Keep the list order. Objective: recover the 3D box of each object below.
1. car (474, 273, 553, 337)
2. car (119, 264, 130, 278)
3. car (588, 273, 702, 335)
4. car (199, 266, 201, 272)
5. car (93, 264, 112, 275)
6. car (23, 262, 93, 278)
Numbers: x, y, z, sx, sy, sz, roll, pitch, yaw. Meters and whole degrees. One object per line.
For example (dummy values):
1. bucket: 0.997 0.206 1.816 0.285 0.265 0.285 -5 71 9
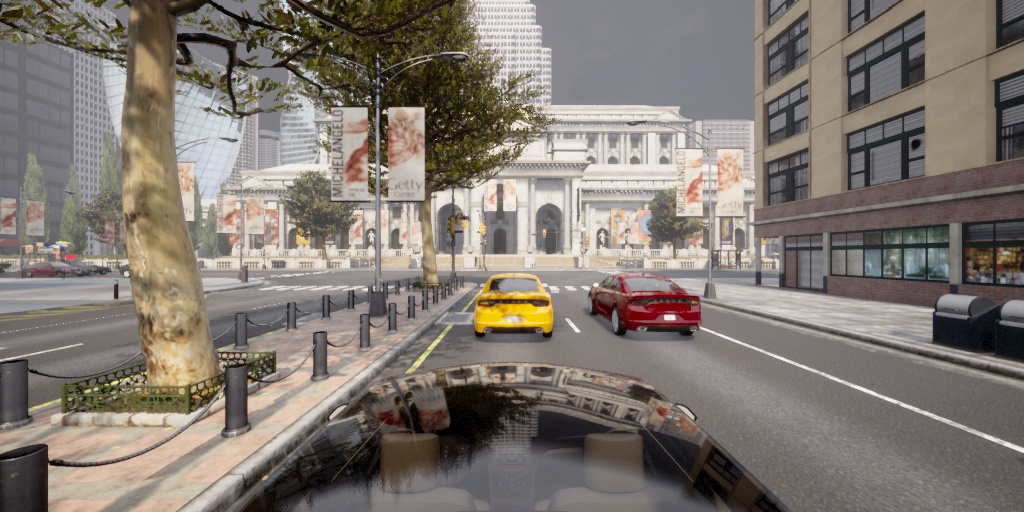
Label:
1. car: 0.055 1.228 10.338 1.882 1.535 5.008 0 0 0
2. car: -34.182 1.255 34.000 4.892 1.490 1.837 0 0 0
3. car: 3.557 1.228 10.517 1.882 1.535 5.008 0 0 0
4. car: -35.480 1.228 37.499 5.008 1.535 1.882 0 0 0
5. car: -45.304 1.297 37.460 5.357 1.411 2.033 0 0 0
6. car: -43.381 1.276 33.967 4.674 1.442 1.812 0 0 -1
